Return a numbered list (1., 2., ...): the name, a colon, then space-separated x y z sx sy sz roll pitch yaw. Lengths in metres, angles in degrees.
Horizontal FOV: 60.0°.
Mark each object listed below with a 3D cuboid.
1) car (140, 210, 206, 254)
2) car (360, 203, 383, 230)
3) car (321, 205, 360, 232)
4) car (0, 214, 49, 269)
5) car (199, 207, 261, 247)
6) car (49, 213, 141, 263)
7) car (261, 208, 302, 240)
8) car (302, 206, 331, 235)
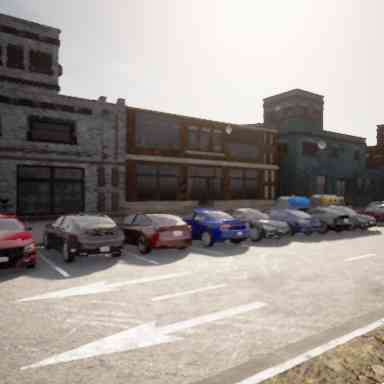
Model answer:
1. car: -1.853 1.553 13.942 2.163 1.488 4.792 0 0 -35
2. car: 9.489 1.629 21.971 2.231 1.521 4.892 1 0 -35
3. car: 7.210 1.635 20.379 2.163 1.488 4.792 1 0 -35
4. car: -6.370 1.488 10.704 2.097 1.535 5.008 0 0 -35
5. car: 0.535 1.544 15.596 2.097 1.535 5.008 0 0 -35
6. car: -4.097 1.507 12.304 2.231 1.521 4.892 0 0 -35
7. car: 2.794 1.564 17.214 2.231 1.521 4.892 0 0 -35
8. car: 4.963 1.624 18.744 2.002 1.452 4.674 1 0 -35
